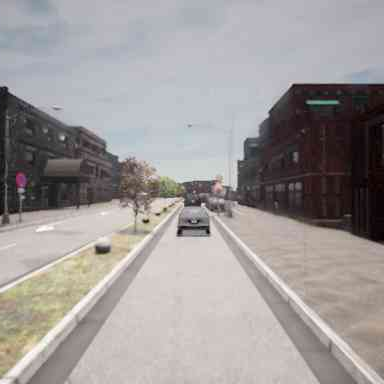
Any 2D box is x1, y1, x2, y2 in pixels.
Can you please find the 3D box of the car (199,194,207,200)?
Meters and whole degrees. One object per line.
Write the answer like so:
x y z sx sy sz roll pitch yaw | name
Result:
2.976 1.355 93.773 2.185 1.767 4.553 0 0 0 | car

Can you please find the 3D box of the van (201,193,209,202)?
2.980 1.221 77.359 1.878 1.987 4.442 0 0 0 | van

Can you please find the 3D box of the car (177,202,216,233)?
0.089 1.561 19.629 2.033 1.411 5.357 0 0 0 | car

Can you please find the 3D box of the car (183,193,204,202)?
0.090 1.228 42.760 2.150 2.045 5.566 0 0 0 | car

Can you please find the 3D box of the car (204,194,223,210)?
2.986 1.507 49.788 2.163 1.488 4.792 0 0 0 | car
